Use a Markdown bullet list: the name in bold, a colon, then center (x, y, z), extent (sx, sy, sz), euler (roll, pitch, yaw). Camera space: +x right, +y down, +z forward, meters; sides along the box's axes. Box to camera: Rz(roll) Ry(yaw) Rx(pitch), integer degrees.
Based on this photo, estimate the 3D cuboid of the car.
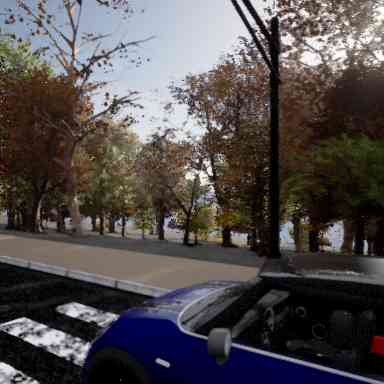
- **car**: center (1.112, 1.357, 2.896), extent (4.553, 1.767, 2.097), euler (-1, 0, 35)
